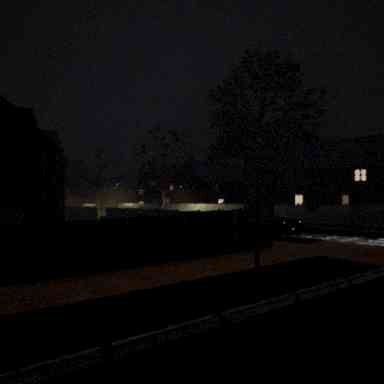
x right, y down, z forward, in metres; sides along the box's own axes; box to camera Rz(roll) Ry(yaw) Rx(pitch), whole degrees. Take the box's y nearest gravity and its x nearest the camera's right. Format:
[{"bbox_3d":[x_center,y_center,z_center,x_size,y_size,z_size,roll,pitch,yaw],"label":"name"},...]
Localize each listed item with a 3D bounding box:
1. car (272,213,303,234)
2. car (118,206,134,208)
[{"bbox_3d":[4.602,1.882,21.093,1.895,1.301,4.718,0,-2,-35],"label":"car"},{"bbox_3d":[-7.428,2.336,38.092,2.033,1.411,5.357,0,-2,-35],"label":"car"}]
